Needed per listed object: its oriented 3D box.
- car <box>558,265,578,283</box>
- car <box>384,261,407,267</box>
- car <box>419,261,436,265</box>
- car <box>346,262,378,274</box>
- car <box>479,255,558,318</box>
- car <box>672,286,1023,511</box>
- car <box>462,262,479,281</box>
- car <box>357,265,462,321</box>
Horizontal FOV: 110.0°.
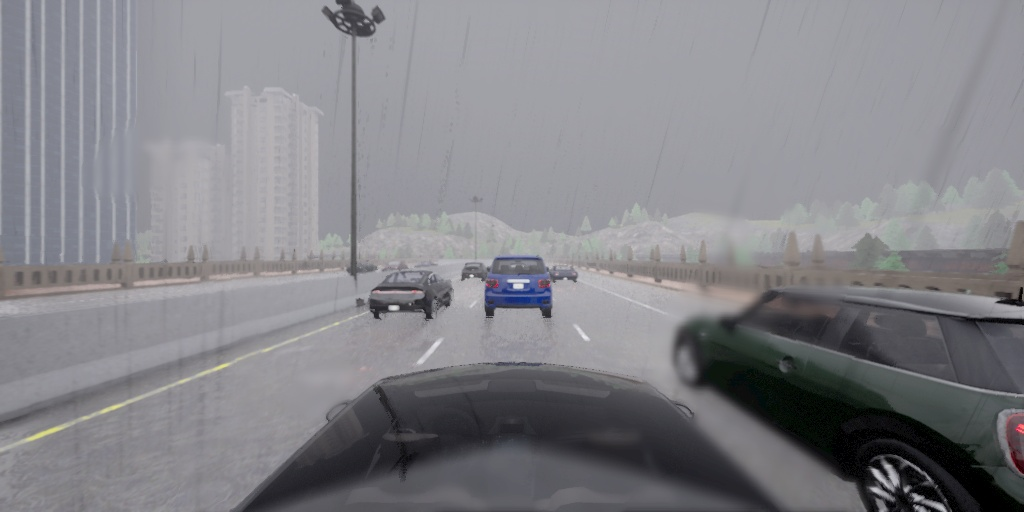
[{"bbox_3d":[3.921,1.371,28.405,1.895,1.301,4.718,0,0,1],"label":"car"},{"bbox_3d":[-13.582,1.292,42.007,1.812,1.442,4.674,0,0,1],"label":"car"},{"bbox_3d":[-10.086,1.317,41.899,2.033,1.411,5.357,0,0,1],"label":"car"},{"bbox_3d":[-17.099,1.364,41.018,1.895,1.301,4.718,0,0,1],"label":"car"},{"bbox_3d":[0.220,0.979,13.213,2.150,2.045,5.566,0,0,1],"label":"car"},{"bbox_3d":[3.635,1.106,3.978,2.097,1.767,4.553,0,0,0],"label":"car"},{"bbox_3d":[-3.060,1.271,29.893,1.837,1.490,4.892,0,0,1],"label":"car"},{"bbox_3d":[-3.286,1.246,12.483,2.128,1.511,4.902,0,0,1],"label":"car"}]
